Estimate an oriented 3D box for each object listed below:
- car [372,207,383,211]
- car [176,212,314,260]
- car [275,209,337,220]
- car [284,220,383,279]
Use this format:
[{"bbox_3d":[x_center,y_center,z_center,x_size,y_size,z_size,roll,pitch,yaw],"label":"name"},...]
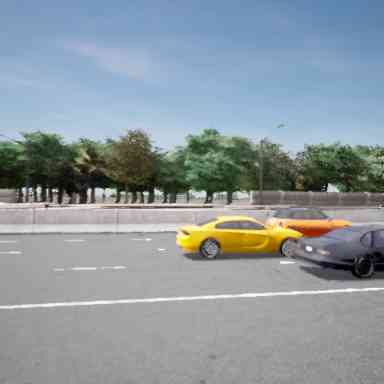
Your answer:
[{"bbox_3d":[25.453,2.523,42.515,5.357,1.411,2.033,1,-1,-10],"label":"car"},{"bbox_3d":[1.890,1.683,13.020,5.008,1.535,1.882,1,-1,-11],"label":"car"},{"bbox_3d":[6.195,1.678,17.405,4.553,1.767,2.097,1,-1,-11],"label":"car"},{"bbox_3d":[5.871,1.731,10.215,5.357,1.411,2.033,1,-1,-11],"label":"car"}]
